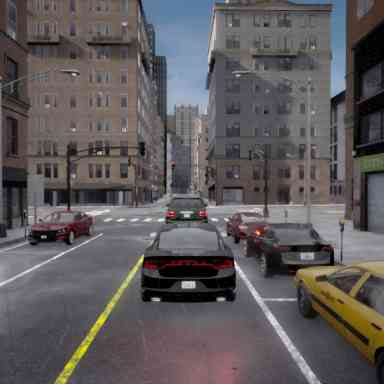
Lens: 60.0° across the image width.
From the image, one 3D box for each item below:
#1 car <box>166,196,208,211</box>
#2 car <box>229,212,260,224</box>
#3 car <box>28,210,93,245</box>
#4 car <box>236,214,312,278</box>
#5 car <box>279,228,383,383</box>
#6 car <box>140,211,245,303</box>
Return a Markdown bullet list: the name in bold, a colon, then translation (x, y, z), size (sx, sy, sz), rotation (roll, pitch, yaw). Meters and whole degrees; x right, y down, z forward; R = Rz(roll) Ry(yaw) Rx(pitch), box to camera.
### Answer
- **car**: translation (-0.291, 1.215, 18.434), size (2.150, 2.045, 5.566), rotation (0, 0, -1)
- **car**: translation (2.625, 1.576, 15.582), size (1.802, 1.307, 4.206), rotation (-1, 0, -1)
- **car**: translation (-5.919, 1.539, 15.442), size (1.887, 1.381, 4.507), rotation (-1, 0, -1)
- **car**: translation (2.715, 1.563, 9.997), size (1.947, 1.339, 4.313), rotation (-1, 0, -1)
- **car**: translation (2.801, 1.524, 4.581), size (1.752, 1.417, 4.829), rotation (-1, 0, -1)
- **car**: translation (-0.083, 1.475, 8.304), size (1.882, 1.535, 5.008), rotation (0, 0, -1)
